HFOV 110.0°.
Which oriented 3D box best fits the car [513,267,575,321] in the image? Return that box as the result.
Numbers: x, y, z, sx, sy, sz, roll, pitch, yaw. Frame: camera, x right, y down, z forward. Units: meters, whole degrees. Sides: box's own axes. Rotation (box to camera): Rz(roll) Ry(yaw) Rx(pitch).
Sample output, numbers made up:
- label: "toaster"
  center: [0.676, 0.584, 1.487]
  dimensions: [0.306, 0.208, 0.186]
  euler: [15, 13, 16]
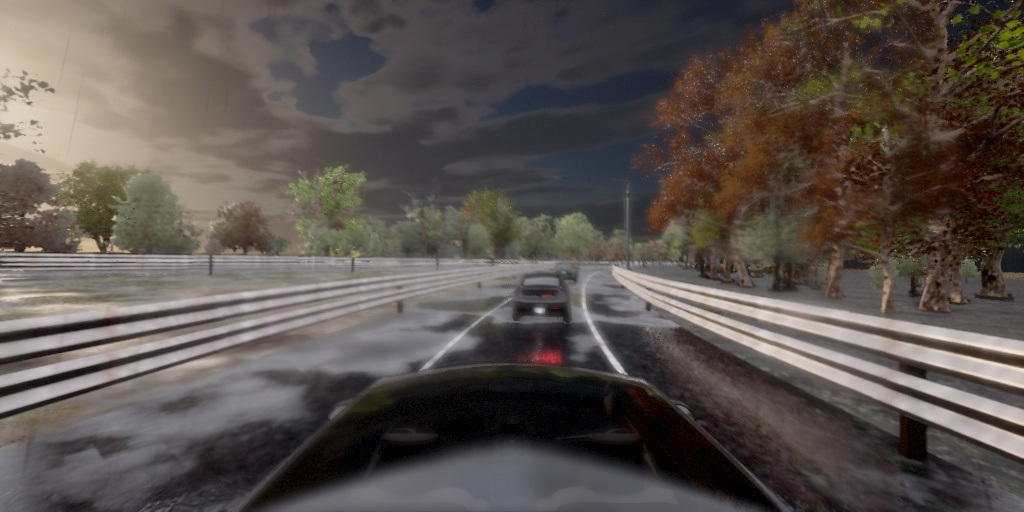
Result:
- label: "car"
  center: [1.164, 1.346, 12.878]
  dimensions: [1.837, 1.490, 4.892]
  euler: [0, 0, 8]

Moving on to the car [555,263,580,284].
- label: "car"
  center: [4.533, 1.333, 30.056]
  dimensions: [2.097, 1.767, 4.553]
  euler: [0, 0, 13]
